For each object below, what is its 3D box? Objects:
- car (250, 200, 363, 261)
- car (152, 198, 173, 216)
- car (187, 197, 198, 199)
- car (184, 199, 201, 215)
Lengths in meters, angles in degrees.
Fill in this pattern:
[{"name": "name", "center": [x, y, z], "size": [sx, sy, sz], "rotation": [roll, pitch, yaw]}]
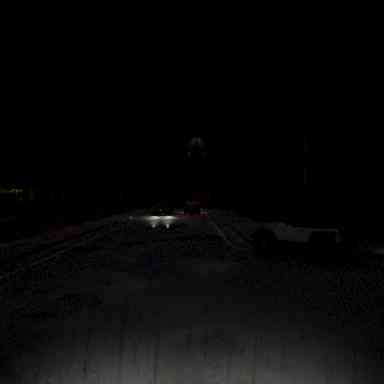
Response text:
[{"name": "car", "center": [4.173, 1.303, 12.308], "size": [1.905, 1.878, 3.866], "rotation": [-7, 2, -42]}, {"name": "car", "center": [-3.517, 1.723, 40.227], "size": [2.150, 2.045, 5.566], "rotation": [0, -1, 1]}, {"name": "car", "center": [0.042, 1.863, 51.493], "size": [2.150, 2.045, 5.566], "rotation": [0, -1, 0]}, {"name": "car", "center": [0.033, 1.990, 41.078], "size": [1.882, 1.535, 5.008], "rotation": [0, -1, 0]}]
